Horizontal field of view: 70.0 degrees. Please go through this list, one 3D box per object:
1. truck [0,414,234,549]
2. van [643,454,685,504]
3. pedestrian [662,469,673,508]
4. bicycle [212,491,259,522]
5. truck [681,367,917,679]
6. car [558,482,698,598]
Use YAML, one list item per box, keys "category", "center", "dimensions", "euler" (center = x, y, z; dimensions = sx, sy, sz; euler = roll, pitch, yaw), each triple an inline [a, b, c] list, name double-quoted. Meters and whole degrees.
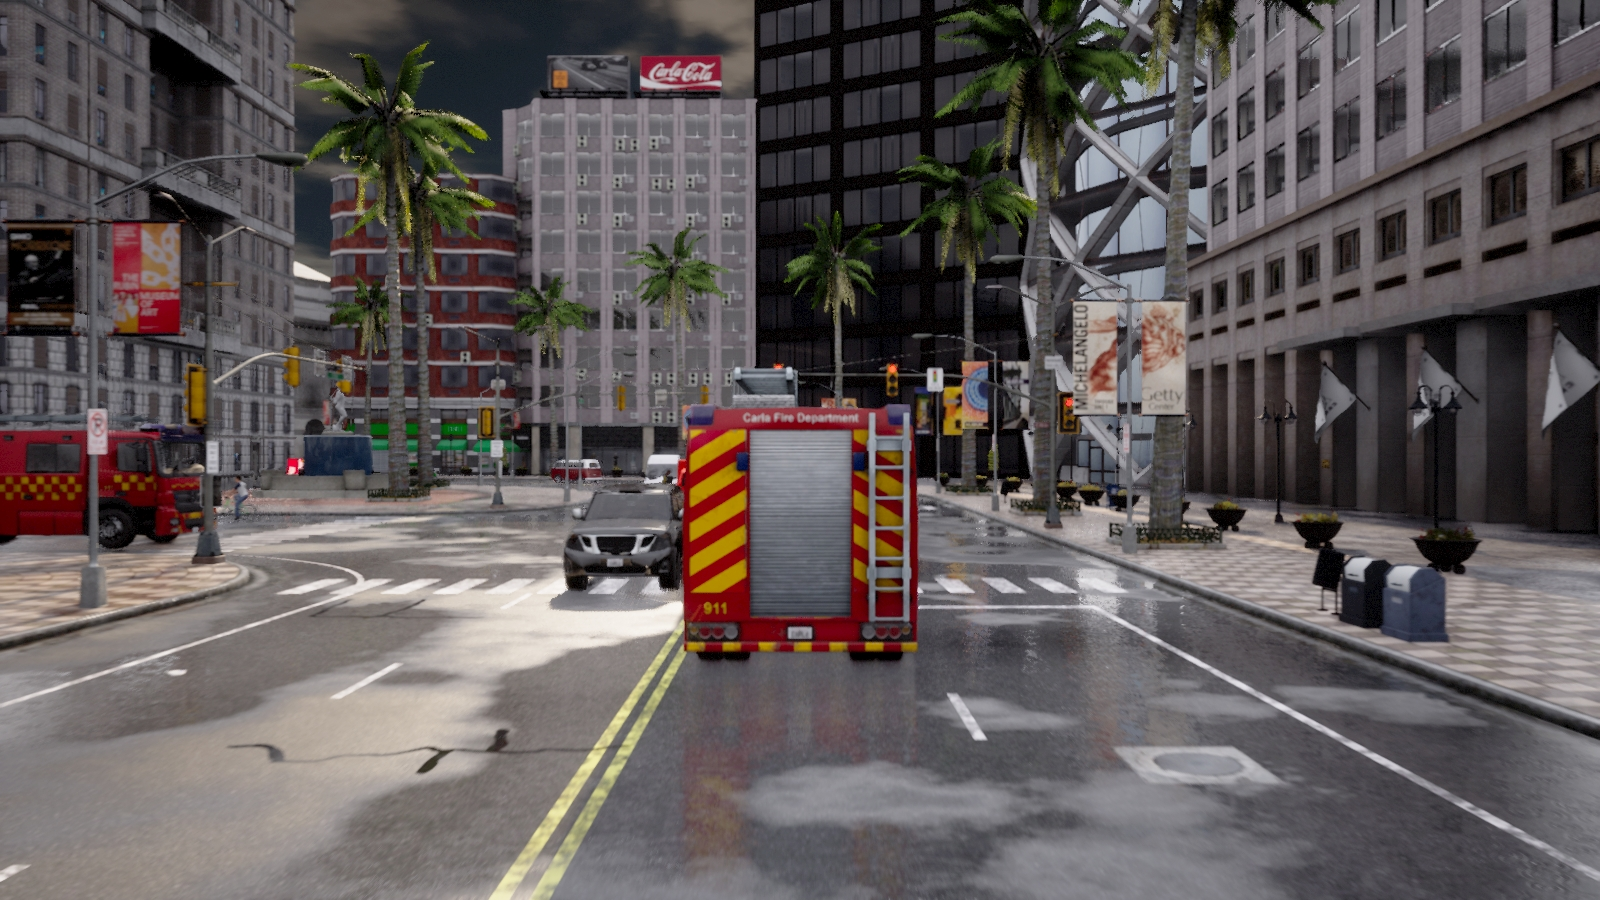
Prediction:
- category: "truck"
  center: [-21.793, 0.891, 33.998]
  dimensions: [8.468, 3.827, 2.891]
  euler: [0, 0, 1]
- category: "van"
  center: [-7.354, 1.535, 62.116]
  dimensions: [1.988, 2.561, 5.915]
  euler: [0, 0, -4]
- category: "pedestrian"
  center: [-6.384, 1.849, 54.990]
  dimensions: [0.375, 1.860, 0.375]
  euler: [0, 0, 27]
- category: "bicycle"
  center: [-21.974, 2.206, 44.472]
  dimensions: [1.643, 1.196, 0.373]
  euler: [0, -1, -1]
- category: "truck"
  center: [-0.011, 0.891, 18.254]
  dimensions: [2.891, 3.827, 8.468]
  euler: [0, 0, 0]
- category: "car"
  center: [-3.504, 1.780, 24.406]
  dimensions: [2.150, 2.045, 5.566]
  euler: [0, 0, 0]
